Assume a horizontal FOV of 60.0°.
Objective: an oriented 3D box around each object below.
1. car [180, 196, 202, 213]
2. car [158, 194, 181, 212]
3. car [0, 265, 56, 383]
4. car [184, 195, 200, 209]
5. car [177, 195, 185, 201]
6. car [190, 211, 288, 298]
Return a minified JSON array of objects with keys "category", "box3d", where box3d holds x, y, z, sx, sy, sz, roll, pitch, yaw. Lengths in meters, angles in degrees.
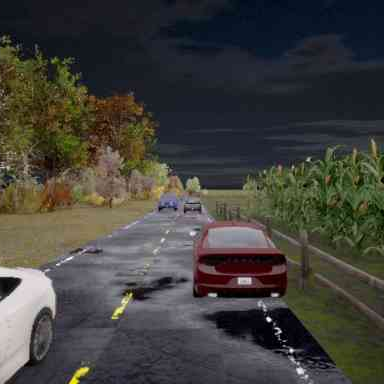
[{"category":"car","box3d":[0.078,1.486,35.999,2.128,1.511,4.902,0,0,0]},{"category":"car","box3d":[-2.746,1.215,39.068,2.150,2.045,5.566,0,0,0]},{"category":"car","box3d":[-2.850,1.525,3.075,1.812,1.442,4.674,0,0,0]},{"category":"car","box3d":[0.060,1.346,46.034,2.097,1.767,4.553,0,0,1]},{"category":"car","box3d":[-2.741,1.574,83.564,1.994,1.385,4.181,0,0,0]},{"category":"car","box3d":[0.964,1.475,8.554,1.882,1.535,5.008,0,0,0]}]
